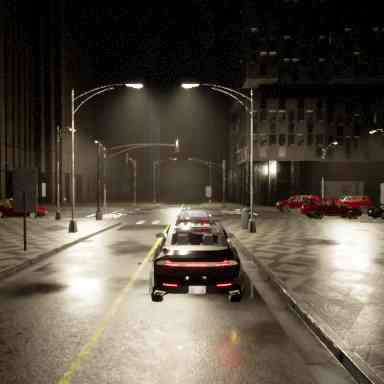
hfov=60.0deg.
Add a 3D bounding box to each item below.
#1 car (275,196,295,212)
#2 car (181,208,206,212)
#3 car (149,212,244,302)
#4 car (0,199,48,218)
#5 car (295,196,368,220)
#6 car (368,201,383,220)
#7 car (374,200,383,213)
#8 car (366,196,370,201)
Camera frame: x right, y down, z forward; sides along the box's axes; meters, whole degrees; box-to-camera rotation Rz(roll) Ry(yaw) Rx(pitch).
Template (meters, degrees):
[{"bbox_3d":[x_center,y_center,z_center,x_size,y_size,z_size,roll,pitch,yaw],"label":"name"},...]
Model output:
[{"bbox_3d":[12.050,1.325,37.666,5.009,1.841,2.192,0,1,0],"label":"car"},{"bbox_3d":[0.074,1.550,17.932,2.033,1.411,5.357,0,0,0],"label":"car"},{"bbox_3d":[0.087,1.490,8.223,2.128,1.511,4.902,0,0,0],"label":"car"},{"bbox_3d":[-14.963,1.567,29.022,4.507,1.381,1.887,0,1,0],"label":"car"},{"bbox_3d":[12.078,1.463,29.142,5.009,1.841,2.192,0,1,0],"label":"car"},{"bbox_3d":[17.721,1.742,29.171,4.313,1.339,1.947,0,1,0],"label":"car"},{"bbox_3d":[23.335,1.634,37.720,4.313,1.339,1.947,0,1,0],"label":"car"},{"bbox_3d":[17.693,1.353,37.692,5.009,1.841,2.192,0,1,0],"label":"car"}]
